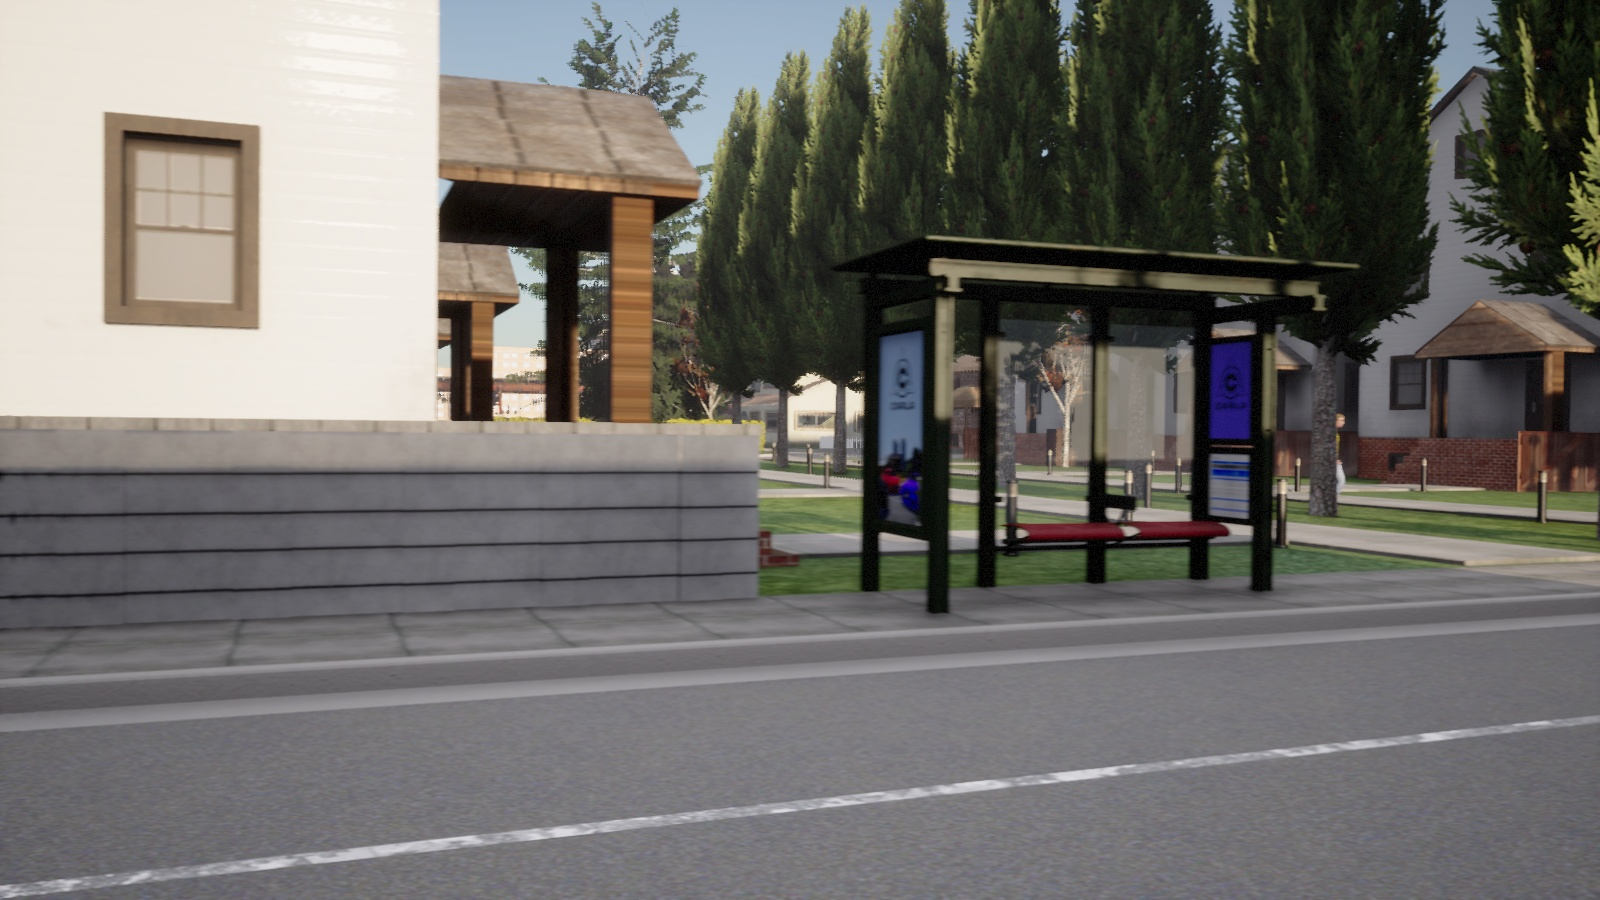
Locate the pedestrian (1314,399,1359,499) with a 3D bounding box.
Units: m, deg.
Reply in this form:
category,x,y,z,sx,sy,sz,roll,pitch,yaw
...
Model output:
category,x,y,z,sx,sy,sz,roll,pitch,yaw
pedestrian,9.948,-0.026,23.290,0.706,1.836,0.354,0,1,32
